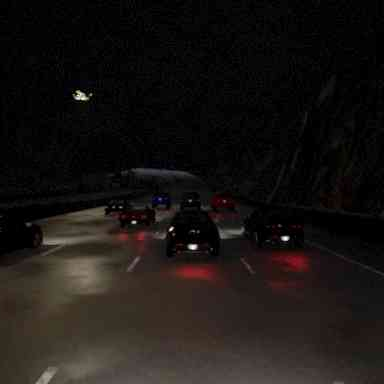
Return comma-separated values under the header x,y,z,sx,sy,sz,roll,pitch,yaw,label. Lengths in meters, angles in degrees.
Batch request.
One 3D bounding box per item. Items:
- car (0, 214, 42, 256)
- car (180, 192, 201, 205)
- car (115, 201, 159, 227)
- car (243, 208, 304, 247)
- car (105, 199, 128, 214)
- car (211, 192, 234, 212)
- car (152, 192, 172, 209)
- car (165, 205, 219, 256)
x,y,z,sx,sy,sz,roll,pitch,yaw,label
-6.980,1.502,11.577,1.837,1.490,4.892,0,0,0,car
-0.171,1.020,36.915,2.150,2.045,5.566,0,1,0,car
-3.562,1.540,22.505,1.895,1.301,4.718,0,0,0,car
3.495,1.480,14.937,1.837,1.490,4.892,0,0,0,car
-7.139,1.402,32.696,2.033,1.411,5.357,0,1,0,car
3.331,1.021,36.577,2.150,2.045,5.566,0,1,0,car
-3.698,0.966,41.027,2.150,2.045,5.566,0,0,-1,car
0.010,1.490,13.046,1.837,1.490,4.892,0,0,0,car
